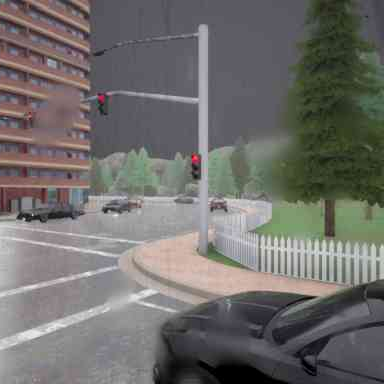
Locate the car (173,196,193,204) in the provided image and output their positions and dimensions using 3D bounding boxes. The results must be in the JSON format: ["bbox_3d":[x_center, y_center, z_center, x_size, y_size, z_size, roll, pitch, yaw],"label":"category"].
[{"bbox_3d":[-1.656,1.492,60.398,2.033,1.411,5.357,0,0,-27],"label":"car"}]

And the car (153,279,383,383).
[{"bbox_3d":[1.899,1.478,2.635,5.008,1.535,1.882,0,0,36],"label":"car"}]

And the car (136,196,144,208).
[{"bbox_3d":[-8.096,1.296,45.682,2.097,1.767,4.553,0,0,-11],"label":"car"}]

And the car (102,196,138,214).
[{"bbox_3d":[-7.797,1.492,35.386,2.033,1.411,5.357,0,0,7],"label":"car"}]

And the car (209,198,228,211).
[{"bbox_3d":[3.063,1.470,39.219,1.812,1.442,4.674,0,0,1],"label":"car"}]

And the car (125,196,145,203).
[{"bbox_3d":[-11.783,1.470,68.722,4.674,1.442,1.812,0,0,44],"label":"car"}]

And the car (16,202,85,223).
[{"bbox_3d":[-10.616,1.492,25.567,2.033,1.411,5.357,0,0,24],"label":"car"}]
